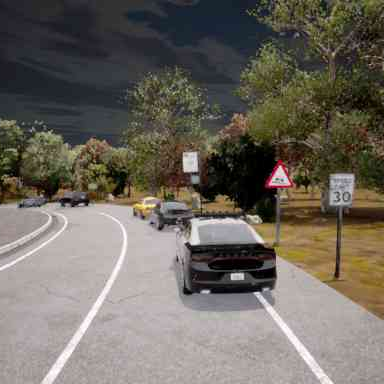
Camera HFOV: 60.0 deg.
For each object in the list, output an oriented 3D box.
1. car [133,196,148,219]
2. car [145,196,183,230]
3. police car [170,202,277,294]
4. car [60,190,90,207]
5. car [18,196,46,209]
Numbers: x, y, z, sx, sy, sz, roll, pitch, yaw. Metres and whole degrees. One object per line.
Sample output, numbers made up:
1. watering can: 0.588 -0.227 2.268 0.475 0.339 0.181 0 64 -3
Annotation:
1. car: -3.227 1.076 25.015 1.801 1.575 5.366 -2 1 -20
2. car: -1.262 1.216 18.863 1.837 1.490 4.892 -2 1 -15
3. police car: 0.582 1.309 8.694 1.930 1.638 5.238 -1 1 -6
4. car: -15.428 0.863 43.657 2.150 2.045 5.566 -5 3 -41
5. car: -22.444 1.567 46.002 4.181 1.385 1.994 -2 3 43
